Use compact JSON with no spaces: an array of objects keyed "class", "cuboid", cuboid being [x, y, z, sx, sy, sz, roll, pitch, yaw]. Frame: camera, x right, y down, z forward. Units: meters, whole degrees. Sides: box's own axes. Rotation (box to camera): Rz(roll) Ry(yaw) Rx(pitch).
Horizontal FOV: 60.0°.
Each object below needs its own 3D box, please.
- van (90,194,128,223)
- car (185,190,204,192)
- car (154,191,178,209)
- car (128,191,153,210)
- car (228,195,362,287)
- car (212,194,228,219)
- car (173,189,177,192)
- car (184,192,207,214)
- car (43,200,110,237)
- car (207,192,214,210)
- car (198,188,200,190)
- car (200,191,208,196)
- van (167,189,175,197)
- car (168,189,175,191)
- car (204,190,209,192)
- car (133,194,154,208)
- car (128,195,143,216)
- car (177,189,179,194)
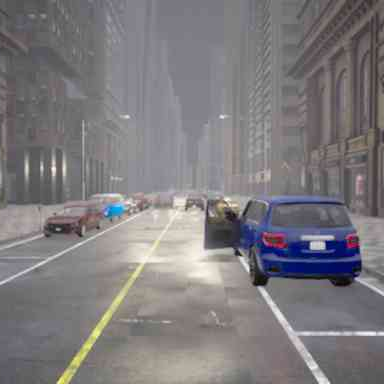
[{"class":"van","cuboid":[-5.643,1.035,21.982,1.690,1.788,3.998,0,1,0]},{"class":"car","cuboid":[0.292,0.841,47.009,2.128,1.511,4.902,0,1,1]},{"class":"car","cuboid":[-2.889,0.987,35.435,1.882,1.535,5.008,0,1,1]},{"class":"car","cuboid":[-5.580,0.855,33.218,2.192,1.841,5.009,0,1,0]},{"class":"car","cuboid":[2.442,1.092,9.107,2.150,2.045,5.566,0,1,0]},{"class":"car","cuboid":[2.915,1.140,27.737,1.752,1.417,4.829,0,1,0]},{"class":"car","cuboid":[-5.327,0.504,78.164,1.947,1.339,4.313,0,1,0]},{"class":"car","cuboid":[0.247,1.037,33.897,1.837,1.490,4.892,0,1,1]},{"class":"car","cuboid":[-5.674,1.316,16.367,1.887,1.381,4.507,0,1,0]},{"class":"car","cuboid":[2.977,1.044,38.804,1.802,1.307,4.206,0,1,0]},{"class":"car","cuboid":[3.229,0.179,83.746,2.192,1.841,5.009,0,1,0]},{"class":"car","cuboid":[3.261,0.356,89.368,1.947,1.339,4.313,0,1,0]},{"class":"van","cuboid":[-5.296,0.206,83.778,1.690,1.788,3.998,0,1,0]},{"class":"car","cuboid":[-5.359,0.595,72.546,1.802,1.307,4.206,0,1,0]},{"class":"car","cuboid":[3.041,0.832,50.209,1.752,1.417,4.829,0,1,0]},{"class":"car","cuboid":[-5.549,0.990,38.669,1.752,1.417,4.829,0,1,0]},{"class":"car","cuboid":[-5.611,1.168,27.603,2.008,1.369,4.403,0,1,0]},{"class":"car","cuboid":[-5.264,0.335,89.399,1.887,1.381,4.507,0,1,0]}]
